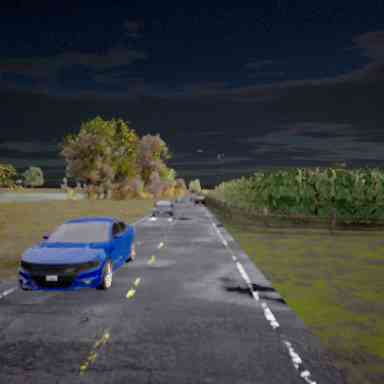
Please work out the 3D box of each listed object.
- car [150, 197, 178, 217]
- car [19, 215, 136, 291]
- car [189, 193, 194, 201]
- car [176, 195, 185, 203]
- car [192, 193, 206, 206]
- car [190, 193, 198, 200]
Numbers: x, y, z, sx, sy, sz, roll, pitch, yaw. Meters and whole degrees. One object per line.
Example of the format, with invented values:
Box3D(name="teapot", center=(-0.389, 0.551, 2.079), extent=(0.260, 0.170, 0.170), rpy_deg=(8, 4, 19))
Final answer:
Box3D(name="car", center=(-2.582, 1.479, 31.019), extent=(1.812, 1.442, 4.674), rpy_deg=(0, 0, 1))
Box3D(name="car", center=(-2.802, 1.457, 9.176), extent=(1.882, 1.535, 5.008), rpy_deg=(0, 0, 0))
Box3D(name="car", center=(0.437, 1.265, 72.649), extent=(2.128, 1.511, 4.902), rpy_deg=(0, 0, 0))
Box3D(name="car", center=(-2.367, 1.438, 65.675), extent=(2.128, 1.511, 4.902), rpy_deg=(0, 0, 1))
Box3D(name="car", center=(1.289, 1.418, 54.736), extent=(1.882, 1.535, 5.008), rpy_deg=(0, 0, 0))
Box3D(name="car", center=(0.525, 1.121, 86.462), extent=(2.097, 1.767, 4.553), rpy_deg=(0, 0, 0))
